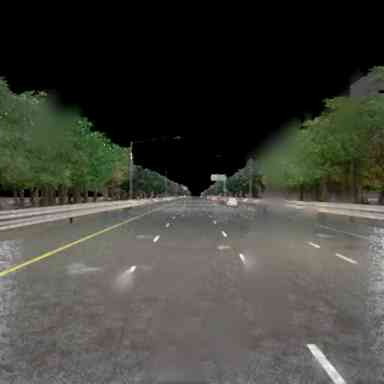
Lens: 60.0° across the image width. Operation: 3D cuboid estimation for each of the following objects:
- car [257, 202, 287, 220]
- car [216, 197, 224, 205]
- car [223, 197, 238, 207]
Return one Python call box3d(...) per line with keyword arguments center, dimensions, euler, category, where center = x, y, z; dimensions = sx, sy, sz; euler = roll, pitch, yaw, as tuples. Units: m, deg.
box3d(center=(7.045, 1.625, 29.727), dimensions=(2.128, 1.511, 4.902), euler=(0, 0, 0), category="car")
box3d(center=(7.308, 1.983, 76.186), dimensions=(2.097, 1.767, 4.553), euler=(0, -1, 0), category="car")
box3d(center=(7.190, 1.973, 60.037), dimensions=(1.812, 1.442, 4.674), euler=(0, -1, 0), category="car")
